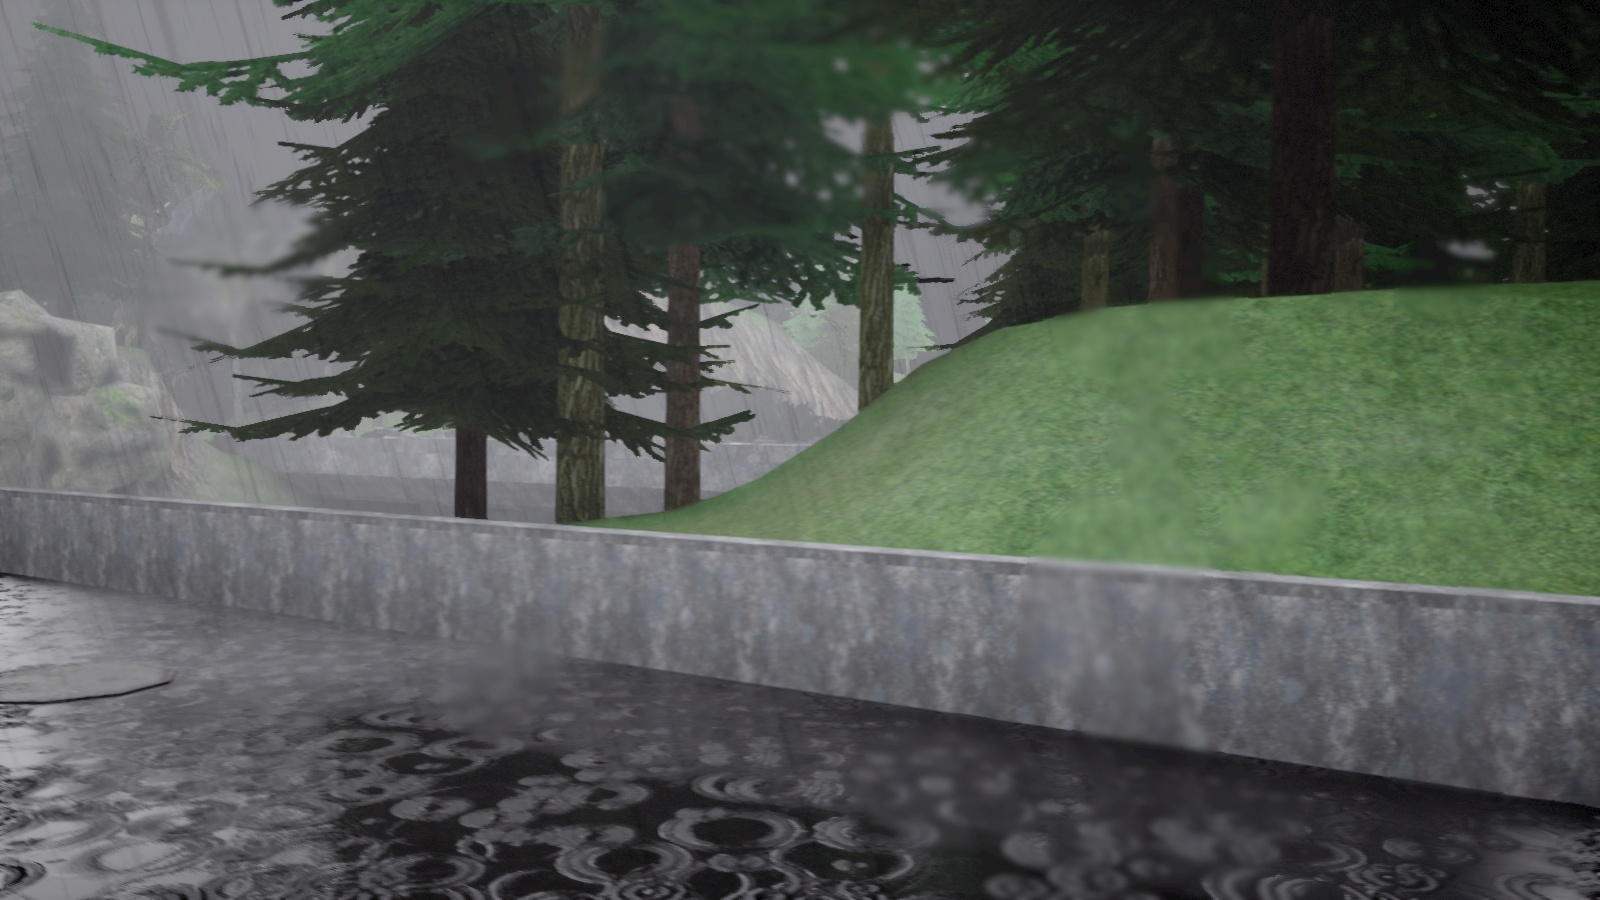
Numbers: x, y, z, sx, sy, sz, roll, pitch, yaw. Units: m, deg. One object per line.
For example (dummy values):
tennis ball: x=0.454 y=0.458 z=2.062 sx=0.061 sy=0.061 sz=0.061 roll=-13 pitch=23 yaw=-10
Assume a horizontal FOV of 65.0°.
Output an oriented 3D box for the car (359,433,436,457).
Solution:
car: x=-25.965 y=-0.339 z=80.911 sx=4.902 sy=1.511 sz=2.128 roll=0 pitch=1 yaw=34
